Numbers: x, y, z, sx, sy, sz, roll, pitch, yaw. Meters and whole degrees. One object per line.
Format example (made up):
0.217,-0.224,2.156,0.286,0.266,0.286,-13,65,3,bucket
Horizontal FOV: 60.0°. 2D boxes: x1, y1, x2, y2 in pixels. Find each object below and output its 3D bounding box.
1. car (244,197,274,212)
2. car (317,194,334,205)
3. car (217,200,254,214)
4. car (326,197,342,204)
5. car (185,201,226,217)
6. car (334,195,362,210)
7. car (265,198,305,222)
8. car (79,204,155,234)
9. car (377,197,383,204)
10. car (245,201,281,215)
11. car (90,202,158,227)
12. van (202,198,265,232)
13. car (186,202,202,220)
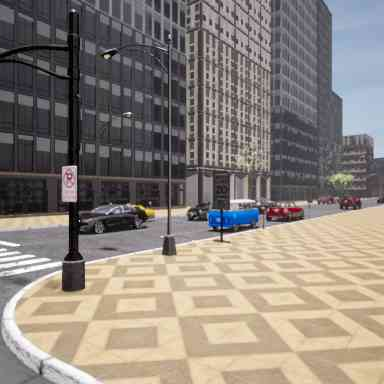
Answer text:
8.184,1.471,40.512,1.967,1.590,4.097,0,0,38,car
25.204,1.381,62.518,2.192,1.841,5.009,0,0,38,car
4.781,1.571,36.111,1.887,1.381,4.507,0,0,38,car
28.607,1.625,66.918,2.008,1.369,4.403,0,0,38,car
1.377,1.604,31.710,1.802,1.307,4.206,0,0,38,car
21.225,1.368,44.493,2.192,1.841,5.009,0,0,38,car
7.610,1.472,26.888,1.967,1.590,4.097,0,0,38,car
-4.798,1.508,19.697,2.128,1.511,4.902,0,0,38,car
38.243,1.658,66.497,1.947,1.339,4.313,0,0,38,car
7.768,1.632,35.921,1.895,1.301,4.718,0,0,38,car
-4.749,1.540,24.001,1.752,1.417,4.829,0,0,38,car
2.632,1.368,20.270,1.690,1.788,3.998,0,0,38,van
1.485,1.528,27.819,1.837,1.490,4.892,0,0,38,car
